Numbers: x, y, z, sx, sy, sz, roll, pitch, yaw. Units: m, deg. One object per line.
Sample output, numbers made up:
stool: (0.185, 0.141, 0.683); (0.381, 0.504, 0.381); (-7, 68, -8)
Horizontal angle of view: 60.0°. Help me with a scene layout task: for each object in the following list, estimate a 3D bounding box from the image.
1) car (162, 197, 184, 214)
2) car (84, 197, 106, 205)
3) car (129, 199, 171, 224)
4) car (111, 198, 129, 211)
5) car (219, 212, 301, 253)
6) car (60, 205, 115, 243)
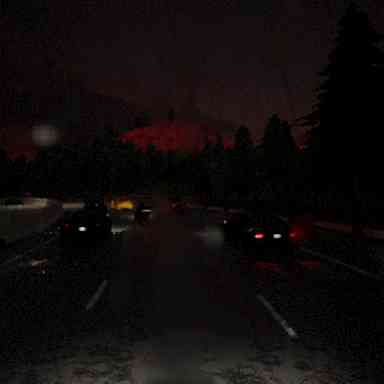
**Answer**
car: (-2.402, 1.325, 34.152); (2.097, 1.767, 4.553); (0, 0, -18)
car: (-10.404, 1.344, 35.694); (2.097, 1.767, 4.553); (0, 0, -20)
car: (-3.240, 1.475, 24.595); (2.128, 1.511, 4.902); (0, 0, -14)
car: (-8.722, 1.460, 40.827); (1.882, 1.535, 5.008); (0, 0, -23)
car: (2.511, 1.528, 13.620); (2.033, 1.411, 5.357); (0, 0, -8)
car: (-5.043, 1.561, 16.266); (1.994, 1.385, 4.181); (0, 0, -9)
